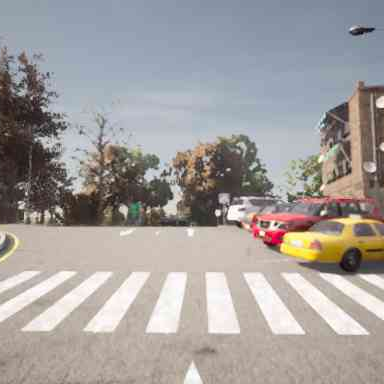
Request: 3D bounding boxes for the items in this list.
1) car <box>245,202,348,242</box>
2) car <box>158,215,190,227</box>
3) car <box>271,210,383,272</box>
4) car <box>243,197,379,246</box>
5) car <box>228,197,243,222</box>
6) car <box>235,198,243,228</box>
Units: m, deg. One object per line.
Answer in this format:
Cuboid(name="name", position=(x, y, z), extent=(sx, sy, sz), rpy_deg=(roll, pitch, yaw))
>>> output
Cuboid(name="car", position=(5.238, 1.403, 16.721), extent=(4.553, 1.767, 2.185), rpy_deg=(1, -1, -21))
Cuboid(name="car", position=(-1.803, 3.091, 34.581), extent=(1.895, 1.301, 4.718), rpy_deg=(-2, -8, 20))
Cuboid(name="car", position=(5.489, 1.513, 10.722), extent=(5.366, 1.575, 1.946), rpy_deg=(1, 0, -20))
Cuboid(name="car", position=(5.275, 1.270, 13.671), extent=(5.566, 2.045, 2.435), rpy_deg=(1, 0, -21))
Cuboid(name="car", position=(5.162, 1.448, 22.698), extent=(5.566, 2.045, 2.435), rpy_deg=(2, -5, -20))
Cuboid(name="car", position=(5.253, 1.449, 19.746), extent=(4.553, 1.767, 2.185), rpy_deg=(2, -3, -21))
